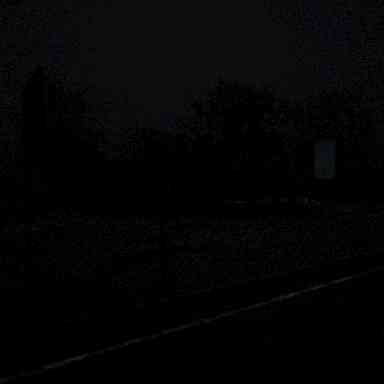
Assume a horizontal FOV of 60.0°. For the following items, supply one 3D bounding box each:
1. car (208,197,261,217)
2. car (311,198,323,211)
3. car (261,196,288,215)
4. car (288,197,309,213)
[{"bbox_3d":[3.348,1.310,28.976,2.002,1.452,4.674,-1,0,-36],"label":"car"},{"bbox_3d":[11.234,1.219,34.620,2.002,1.452,4.674,-1,0,-36],"label":"car"},{"bbox_3d":[6.013,1.240,30.880,2.231,1.521,4.892,-1,0,-36],"label":"car"},{"bbox_3d":[8.668,1.208,32.794,2.097,1.535,5.008,-1,0,-36],"label":"car"}]
